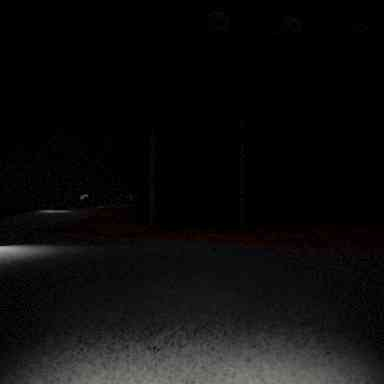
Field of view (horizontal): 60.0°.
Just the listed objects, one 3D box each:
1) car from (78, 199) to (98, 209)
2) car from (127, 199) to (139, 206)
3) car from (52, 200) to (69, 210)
[{"bbox_3d":[-17.898,1.931,57.423,2.097,1.767,4.553,0,-1,1],"label":"car"},{"bbox_3d":[-12.961,2.286,73.437,2.033,1.411,5.357,0,-1,-23],"label":"car"},{"bbox_3d":[-20.441,2.036,51.720,1.837,1.490,4.892,0,-1,-11],"label":"car"}]
